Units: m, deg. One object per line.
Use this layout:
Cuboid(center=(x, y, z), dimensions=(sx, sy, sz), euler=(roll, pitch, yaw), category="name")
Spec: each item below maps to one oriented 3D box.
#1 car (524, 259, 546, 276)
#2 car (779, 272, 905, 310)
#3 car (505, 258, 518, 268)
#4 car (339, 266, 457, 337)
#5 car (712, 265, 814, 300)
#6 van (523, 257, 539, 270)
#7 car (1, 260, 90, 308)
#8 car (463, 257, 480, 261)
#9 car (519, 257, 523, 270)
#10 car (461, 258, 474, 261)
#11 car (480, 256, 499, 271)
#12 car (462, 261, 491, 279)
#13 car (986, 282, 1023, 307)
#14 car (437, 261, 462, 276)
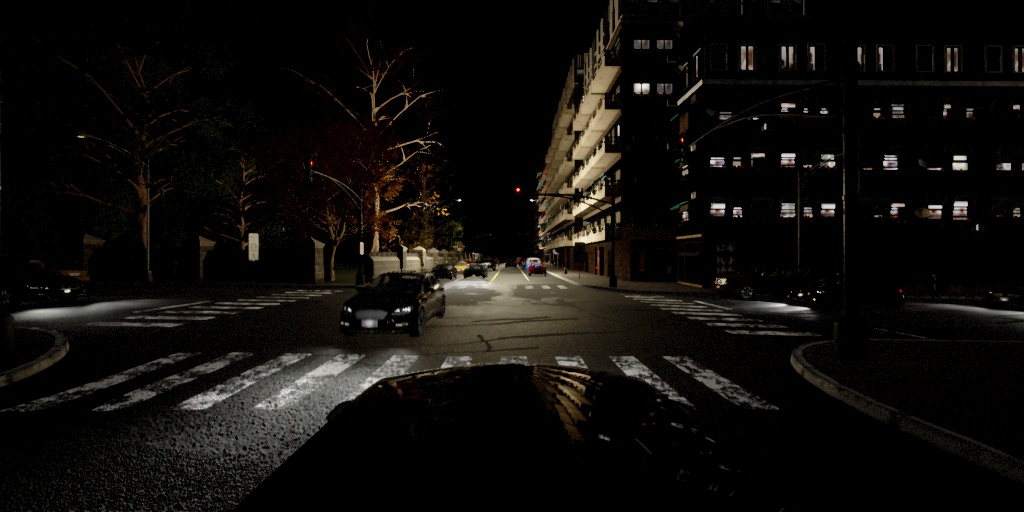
Cuboid(center=(2.533, 1.314, 36.850), dimensions=(1.888, 1.381, 4.507), euler=(0, 0, 0), category="car")
Cuboid(center=(15.116, 1.623, 16.365), dimensions=(4.181, 1.385, 1.994), euler=(1, 0, -1), category="car")
Cuboid(center=(-0.175, 1.366, 61.545), dimensions=(1.994, 1.385, 4.181), euler=(0, 0, 0), category="car")
Cuboid(center=(-3.116, 1.208, 10.277), dimensions=(2.128, 1.511, 4.902), euler=(1, 0, 0), category="car")
Cuboid(center=(13.374, 1.353, 18.929), dimensions=(5.009, 1.841, 2.192), euler=(0, 0, -1), category="car")
Cuboid(center=(2.507, 1.115, 42.481), dimensions=(1.690, 1.789, 3.998), euler=(0, 0, 0), category="van")
Cuboid(center=(-18.205, 0.954, 12.695), dimensions=(4.892, 1.490, 1.837), euler=(1, 0, -1), category="car")
Cuboid(center=(-5.900, 1.096, 48.072), dimensions=(2.192, 1.841, 5.009), euler=(0, 0, 0), category="car")
Cuboid(center=(2.455, 1.229, 53.741), dimensions=(1.967, 1.591, 4.097), euler=(0, 0, 0), category="car")
Cuboid(center=(-5.872, 1.300, 42.273), dimensions=(1.751, 1.417, 4.829), euler=(0, 0, 0), category="car")
Cuboid(center=(-3.309, 1.005, 49.127), dimensions=(2.150, 2.045, 5.566), euler=(0, 0, 0), category="car")
Cuboid(center=(-3.238, 1.366, 32.508), dimensions=(1.895, 1.301, 4.718), euler=(0, 0, 0), category="car")
Cuboid(center=(24.953, 1.764, 16.509), dimensions=(4.674, 1.442, 1.812), euler=(1, 0, -1), category="car")
Cuboid(center=(-5.822, 1.330, 31.181), dimensions=(1.948, 1.339, 4.313), euler=(0, 0, 0), category="car")
